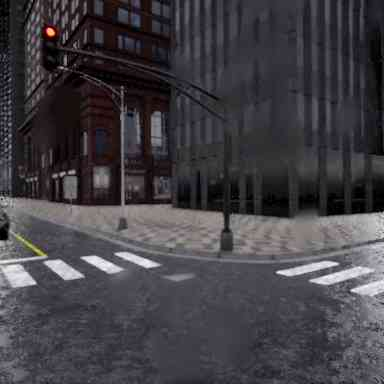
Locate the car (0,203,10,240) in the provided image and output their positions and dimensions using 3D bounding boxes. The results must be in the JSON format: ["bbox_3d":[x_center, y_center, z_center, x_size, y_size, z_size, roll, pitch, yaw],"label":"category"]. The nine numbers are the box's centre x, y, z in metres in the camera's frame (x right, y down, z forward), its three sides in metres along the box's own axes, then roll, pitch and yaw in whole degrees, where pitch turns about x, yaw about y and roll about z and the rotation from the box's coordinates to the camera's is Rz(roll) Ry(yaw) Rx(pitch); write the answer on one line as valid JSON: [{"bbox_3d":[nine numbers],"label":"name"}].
[{"bbox_3d":[-9.954,1.062,15.354,2.150,2.045,5.566,0,1,-36],"label":"car"}]
